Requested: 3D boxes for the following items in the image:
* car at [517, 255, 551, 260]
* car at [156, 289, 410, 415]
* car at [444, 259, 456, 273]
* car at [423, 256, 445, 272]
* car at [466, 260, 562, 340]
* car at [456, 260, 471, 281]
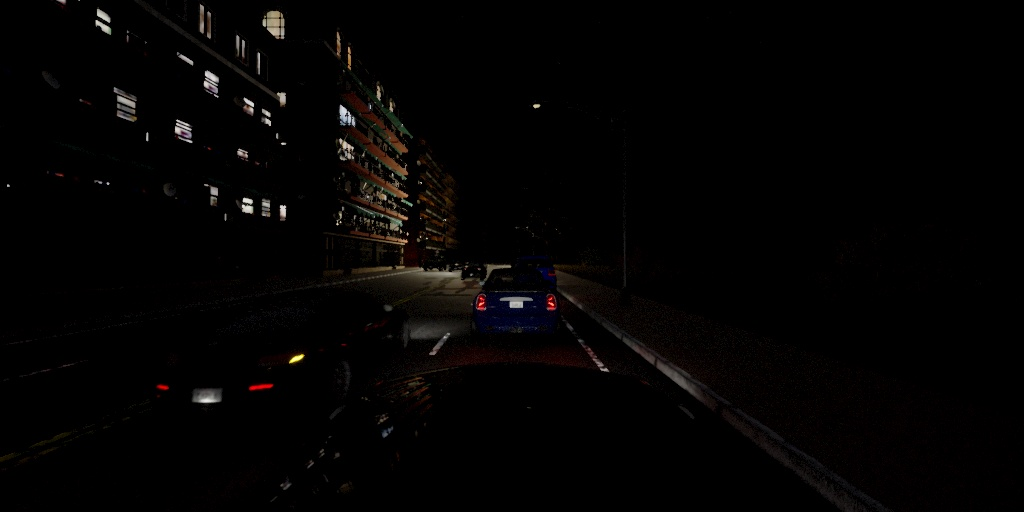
[{"bbox_3d":[1.137,0.977,19.697,2.150,2.045,5.566,0,0,0],"label":"car"},{"bbox_3d":[-3.154,1.276,6.013,1.812,1.442,4.674,0,0,0],"label":"car"},{"bbox_3d":[-6.597,1.256,43.800,1.837,1.490,4.892,0,0,0],"label":"car"},{"bbox_3d":[-9.847,0.972,46.247,2.150,2.045,5.566,0,0,0],"label":"car"},{"bbox_3d":[0.098,1.103,10.122,2.097,1.767,4.553,0,0,0],"label":"car"},{"bbox_3d":[-3.149,1.243,30.469,2.128,1.511,4.902,0,0,0],"label":"car"}]
